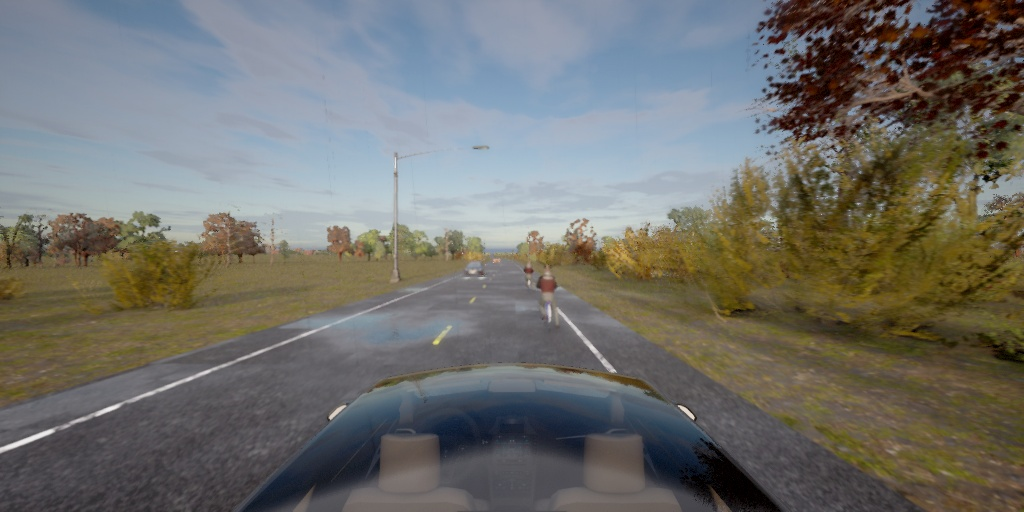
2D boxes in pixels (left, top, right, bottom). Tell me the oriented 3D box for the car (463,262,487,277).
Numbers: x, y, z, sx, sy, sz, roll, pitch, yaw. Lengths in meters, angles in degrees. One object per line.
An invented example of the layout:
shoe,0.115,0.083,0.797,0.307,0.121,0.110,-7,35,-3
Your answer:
car,-3.745,1.294,36.591,1.812,1.442,4.674,0,0,0

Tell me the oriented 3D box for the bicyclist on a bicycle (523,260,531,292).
bicyclist on a bicycle,0.920,1.129,19.853,0.659,1.776,1.843,0,0,0

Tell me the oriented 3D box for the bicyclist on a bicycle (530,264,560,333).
bicyclist on a bicycle,0.952,1.124,9.840,0.659,1.776,1.843,0,0,0
